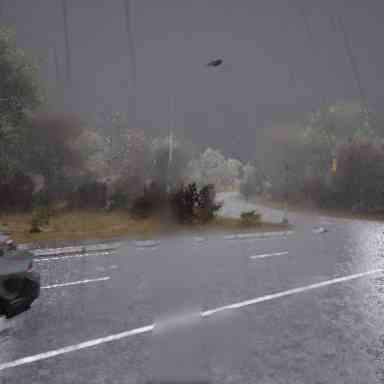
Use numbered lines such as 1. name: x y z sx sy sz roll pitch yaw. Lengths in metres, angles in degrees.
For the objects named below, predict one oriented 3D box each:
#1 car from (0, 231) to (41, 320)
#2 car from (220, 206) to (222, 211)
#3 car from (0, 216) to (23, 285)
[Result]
1. car: -4.875 1.502 4.807 4.892 1.490 1.837 0 0 -35
2. car: 2.874 2.131 49.673 1.895 1.301 4.718 3 1 -17
3. car: -6.824 1.490 7.715 4.902 1.511 2.128 0 0 -35
